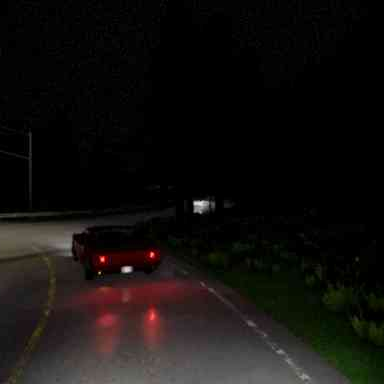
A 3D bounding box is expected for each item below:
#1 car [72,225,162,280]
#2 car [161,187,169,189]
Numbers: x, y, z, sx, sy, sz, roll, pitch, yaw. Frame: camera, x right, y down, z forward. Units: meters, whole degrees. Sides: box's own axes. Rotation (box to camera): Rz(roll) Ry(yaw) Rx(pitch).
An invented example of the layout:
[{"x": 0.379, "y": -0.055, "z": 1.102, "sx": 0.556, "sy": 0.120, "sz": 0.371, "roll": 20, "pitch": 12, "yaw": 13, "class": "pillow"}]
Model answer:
[{"x": -2.569, "y": 1.671, "z": 10.346, "sx": 1.895, "sy": 1.301, "sz": 4.718, "roll": 0, "pitch": 0, "yaw": -25, "class": "car"}, {"x": -5.886, "y": -1.394, "z": 72.245, "sx": 2.128, "sy": 1.511, "sz": 4.902, "roll": 0, "pitch": 4, "yaw": -5, "class": "car"}]
